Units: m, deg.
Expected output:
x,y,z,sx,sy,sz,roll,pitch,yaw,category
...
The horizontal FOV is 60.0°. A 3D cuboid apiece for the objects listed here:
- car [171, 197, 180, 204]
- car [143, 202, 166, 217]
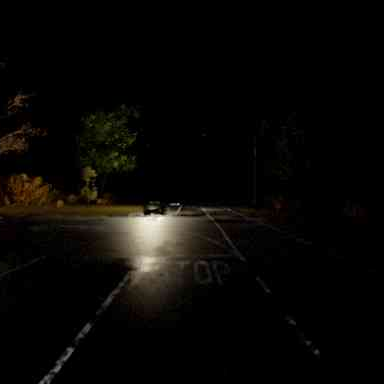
x,y,z,sx,sy,sz,roll,pitch,yaw,category
-3.822,1.954,77.286,1.994,1.385,4.181,0,0,0,car
-3.528,1.641,32.315,2.033,1.411,5.357,1,-2,0,car
